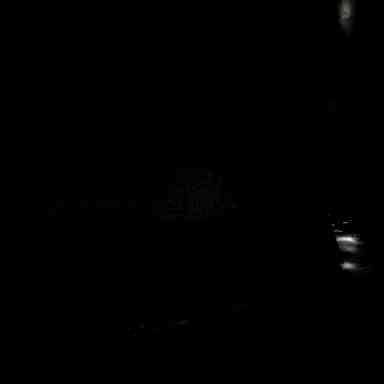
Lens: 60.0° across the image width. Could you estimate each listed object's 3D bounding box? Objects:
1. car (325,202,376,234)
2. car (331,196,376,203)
[{"bbox_3d":[9.686,1.589,19.738,4.892,1.490,1.837,0,0,-36],"label":"car"},{"bbox_3d":[12.431,1.331,26.077,5.566,2.045,2.150,0,0,-36],"label":"car"}]
